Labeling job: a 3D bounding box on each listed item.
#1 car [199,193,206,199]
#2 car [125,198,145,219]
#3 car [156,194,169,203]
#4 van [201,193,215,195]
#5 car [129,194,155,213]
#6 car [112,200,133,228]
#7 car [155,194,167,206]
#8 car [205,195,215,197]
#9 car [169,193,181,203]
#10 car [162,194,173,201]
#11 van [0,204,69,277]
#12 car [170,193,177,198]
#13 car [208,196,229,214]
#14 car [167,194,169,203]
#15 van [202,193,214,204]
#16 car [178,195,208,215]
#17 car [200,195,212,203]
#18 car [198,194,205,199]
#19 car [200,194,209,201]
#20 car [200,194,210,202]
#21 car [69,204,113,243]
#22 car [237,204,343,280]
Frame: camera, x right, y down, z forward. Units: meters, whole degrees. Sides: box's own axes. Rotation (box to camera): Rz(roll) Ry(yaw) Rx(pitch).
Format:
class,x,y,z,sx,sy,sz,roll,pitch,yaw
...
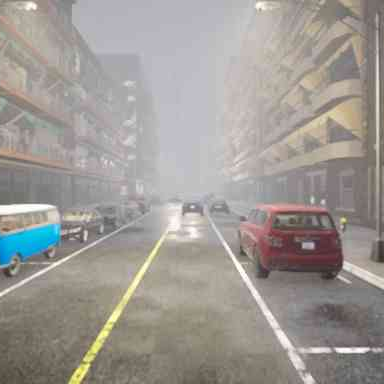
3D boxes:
class,x,y,z,sx,sy,sz,roll,pitch,yaw
car,2.590,1.089,83.656,1.752,1.417,4.829,1,0,0
car,-5.301,1.407,26.750,2.008,1.369,4.403,1,0,0
car,-5.293,1.119,60.775,1.967,1.590,4.097,1,0,0
van,2.586,1.078,49.461,1.690,1.788,3.998,1,0,0
car,-5.297,1.141,32.421,2.192,1.841,5.009,1,0,0
car,-5.302,1.452,21.080,1.947,1.339,4.313,1,0,0
car,-5.295,1.177,49.433,1.967,1.590,4.097,1,0,0
car,2.582,1.347,38.121,2.008,1.369,4.403,1,0,0
car,-2.796,1.047,57.638,2.097,1.767,4.553,0,0,0
car,-5.293,1.172,72.117,2.008,1.369,4.403,1,0,0
van,-5.301,1.288,9.737,1.690,1.788,3.998,1,0,0
car,-5.294,1.036,94.630,1.752,1.417,4.829,1,0,0
car,2.580,1.392,32.450,1.947,1.339,4.313,1,0,0
car,-5.296,1.290,55.105,1.802,1.307,4.206,1,0,0
van,2.587,1.049,55.132,1.690,1.788,3.998,1,0,0
car,0.084,1.336,31.263,2.163,1.488,4.792,0,0,0
car,2.585,1.245,60.803,1.947,1.339,4.313,1,0,0
car,2.590,1.119,89.157,1.802,1.307,4.206,1,0,0
car,2.588,1.146,72.315,1.752,1.417,4.829,1,0,0
car,2.587,1.195,66.474,1.887,1.381,4.507,1,0,0
car,-5.303,1.467,15.409,2.008,1.369,4.403,1,0,0
car,2.580,1.262,9.765,2.192,1.841,5.009,1,0,0
